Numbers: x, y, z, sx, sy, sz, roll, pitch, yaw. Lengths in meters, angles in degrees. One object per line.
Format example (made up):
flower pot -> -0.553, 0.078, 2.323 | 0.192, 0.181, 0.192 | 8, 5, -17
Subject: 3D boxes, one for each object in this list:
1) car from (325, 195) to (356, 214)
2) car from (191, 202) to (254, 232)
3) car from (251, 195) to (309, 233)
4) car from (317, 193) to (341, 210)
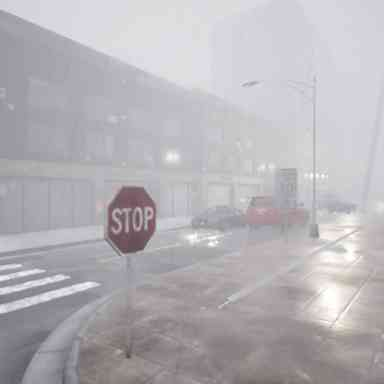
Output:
car -> 15.668, 1.427, 34.459 | 1.882, 1.535, 5.008 | 0, 0, 35
car -> 1.722, 1.535, 19.892 | 1.994, 1.385, 4.181 | 0, 0, 35
car -> 5.178, 1.195, 19.665 | 2.150, 2.045, 5.566 | 0, 0, 35
car -> 17.529, 1.162, 42.047 | 2.150, 2.045, 5.566 | 0, 0, 36
